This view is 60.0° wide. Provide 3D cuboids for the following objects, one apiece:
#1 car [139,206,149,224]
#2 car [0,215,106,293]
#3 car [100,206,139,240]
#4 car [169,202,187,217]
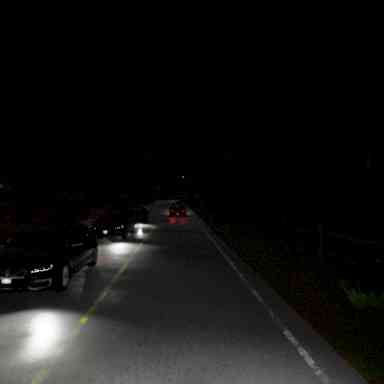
[{"bbox_3d":[-4.799,1.945,28.710,1.994,1.385,4.181,0,-1,-2],"label":"car"},{"bbox_3d":[-3.962,1.632,9.347,1.837,1.490,4.892,0,-1,-3],"label":"car"},{"bbox_3d":[-4.374,1.756,18.801,1.837,1.490,4.892,0,-1,-3],"label":"car"},{"bbox_3d":[-1.602,2.096,37.700,1.895,1.301,4.718,0,-1,-3],"label":"car"}]
